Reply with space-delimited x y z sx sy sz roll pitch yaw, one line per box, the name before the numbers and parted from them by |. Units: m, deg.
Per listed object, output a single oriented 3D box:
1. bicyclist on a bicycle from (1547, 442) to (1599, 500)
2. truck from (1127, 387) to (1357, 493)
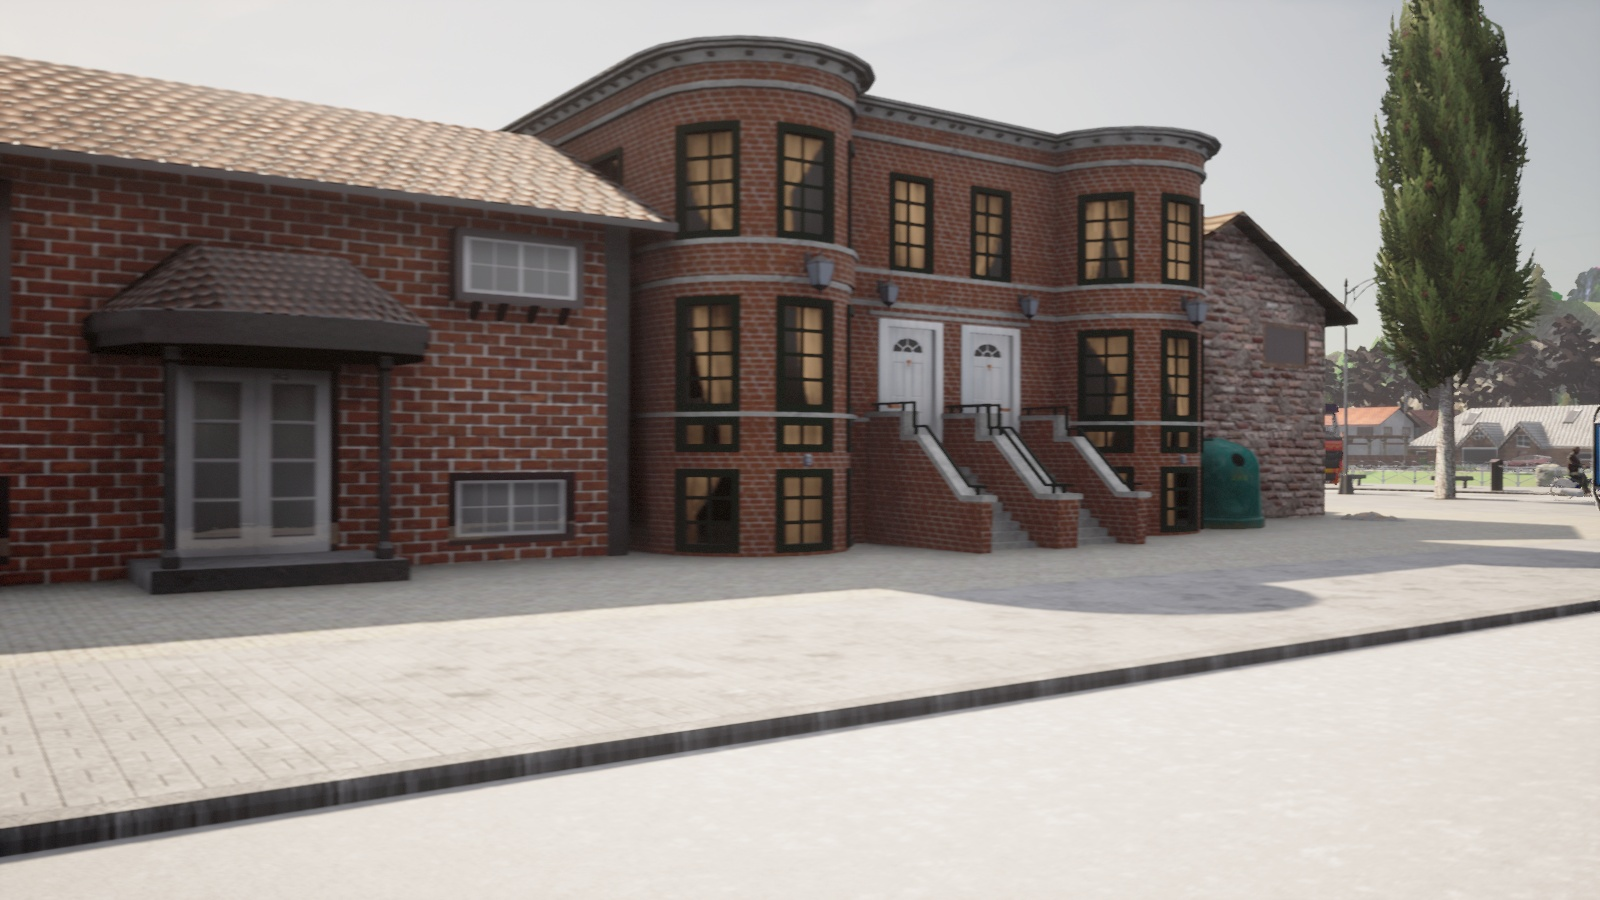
bicyclist on a bicycle | 24.458 0.660 39.174 0.659 1.776 1.843 0 0 -35
truck | 17.204 -0.334 49.582 2.891 3.827 8.468 0 0 -35
